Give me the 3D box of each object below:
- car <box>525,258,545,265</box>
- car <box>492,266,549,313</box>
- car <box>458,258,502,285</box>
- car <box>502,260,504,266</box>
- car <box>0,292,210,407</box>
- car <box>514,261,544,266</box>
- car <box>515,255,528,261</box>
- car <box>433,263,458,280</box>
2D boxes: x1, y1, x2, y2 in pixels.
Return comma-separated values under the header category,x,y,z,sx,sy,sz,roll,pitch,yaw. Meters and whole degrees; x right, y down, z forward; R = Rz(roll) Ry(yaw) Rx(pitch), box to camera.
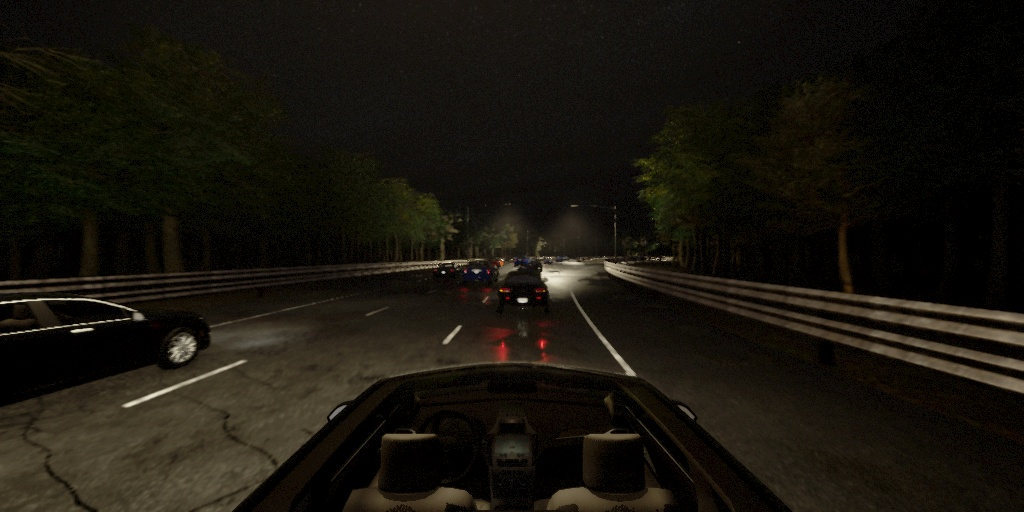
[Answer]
category,x,y,z,sx,sy,sz,roll,pitch,yaw
car,2.924,1.266,45.252,1.812,1.442,4.674,0,0,6
car,0.447,1.279,14.018,1.812,1.442,4.674,0,0,2
car,-2.244,1.107,26.467,2.097,1.767,4.553,0,0,4
car,-2.598,1.050,56.833,2.097,1.767,4.553,0,0,8
car,-6.811,1.252,4.936,1.837,1.490,4.892,0,0,2
car,1.179,1.319,26.646,1.994,1.385,4.181,0,0,4
car,1.780,0.915,62.605,2.150,2.045,5.566,0,0,9
car,-5.417,1.314,31.274,1.994,1.385,4.181,0,0,5
